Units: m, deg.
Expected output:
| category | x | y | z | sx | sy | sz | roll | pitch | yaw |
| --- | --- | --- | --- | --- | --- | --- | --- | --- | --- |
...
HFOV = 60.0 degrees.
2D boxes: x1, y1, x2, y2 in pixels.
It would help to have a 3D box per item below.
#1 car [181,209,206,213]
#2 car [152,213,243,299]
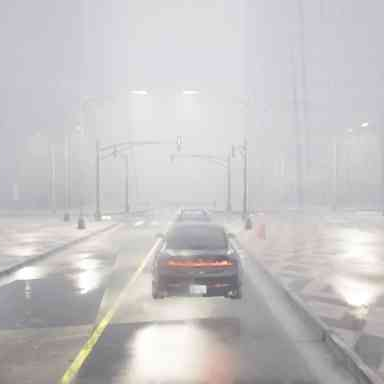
| category | x | y | z | sx | sy | sz | roll | pitch | yaw |
| --- | --- | --- | --- | --- | --- | --- | --- | --- | --- |
| car | 0.059 | 1.547 | 17.294 | 1.994 | 1.385 | 4.181 | 0 | 0 | 1 |
| car | 0.100 | 1.498 | 8.391 | 1.837 | 1.490 | 4.892 | 0 | 0 | 0 |
